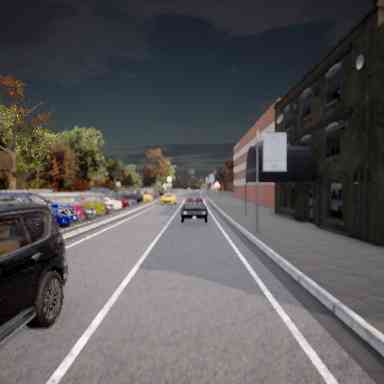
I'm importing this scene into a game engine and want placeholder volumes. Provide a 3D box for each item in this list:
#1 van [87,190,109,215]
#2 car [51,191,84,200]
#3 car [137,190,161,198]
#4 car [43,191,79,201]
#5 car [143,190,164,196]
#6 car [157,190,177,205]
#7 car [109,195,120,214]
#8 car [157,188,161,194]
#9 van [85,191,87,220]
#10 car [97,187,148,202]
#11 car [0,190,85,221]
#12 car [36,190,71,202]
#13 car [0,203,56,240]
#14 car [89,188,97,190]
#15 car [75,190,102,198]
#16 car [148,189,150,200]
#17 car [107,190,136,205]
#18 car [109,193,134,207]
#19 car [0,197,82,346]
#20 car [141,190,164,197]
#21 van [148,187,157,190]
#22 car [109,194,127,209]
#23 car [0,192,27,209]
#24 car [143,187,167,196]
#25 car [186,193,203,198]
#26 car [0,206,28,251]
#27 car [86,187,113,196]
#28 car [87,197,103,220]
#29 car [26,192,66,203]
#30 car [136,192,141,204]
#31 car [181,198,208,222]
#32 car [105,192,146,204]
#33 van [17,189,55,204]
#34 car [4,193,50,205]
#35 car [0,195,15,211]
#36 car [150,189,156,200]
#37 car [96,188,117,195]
[{"bbox_3d":[-9.350,1.050,26.758,4.442,1.987,1.878,0,0,0],"label":"van"},{"bbox_3d":[-21.603,0.632,57.861,5.008,1.535,2.097,0,1,0],"label":"car"},{"bbox_3d":[-8.953,0.424,69.276,4.674,1.452,2.002,0,1,0],"label":"car"},{"bbox_3d":[-21.612,0.693,55.038,5.008,1.535,2.097,0,1,0],"label":"car"},{"bbox_3d":[-8.897,0.234,77.752,4.674,1.452,2.002,0,1,0],"label":"car"},{"bbox_3d":[-3.109,0.931,44.840,1.882,1.535,5.008,0,1,1],"label":"car"},{"bbox_3d":[-9.217,1.279,29.717,4.674,1.452,2.002,0,1,0],"label":"car"},{"bbox_3d":[-8.963,0.536,63.626,4.792,1.488,2.163,0,1,0],"label":"car"},{"bbox_3d":[-9.387,1.076,21.227,4.442,1.987,1.878,0,0,0],"label":"van"},{"bbox_3d":[-9.150,0.685,43.845,5.566,2.045,2.435,0,1,0],"label":"car"},{"bbox_3d":[-9.261,1.062,18.401,5.566,2.045,2.435,0,0,0],"label":"car"},{"bbox_3d":[-21.666,0.629,52.213,4.553,1.767,2.185,0,1,0],"label":"car"},{"bbox_3d":[-9.313,1.325,15.576,5.008,1.535,2.097,0,0,0],"label":"car"},{"bbox_3d":[-21.556,0.506,63.631,5.008,1.535,2.097,0,1,0],"label":"car"},{"bbox_3d":[-21.520,0.385,69.277,4.892,1.521,2.231,0,1,0],"label":"car"},{"bbox_3d":[-9.116,0.688,49.498,4.553,1.767,2.185,0,1,0],"label":"car"},{"bbox_3d":[-9.190,0.934,38.198,4.553,1.767,2.185,0,1,0],"label":"car"},{"bbox_3d":[-9.172,1.121,35.375,5.008,1.535,2.097,0,1,0],"label":"car"},{"bbox_3d":[-3.345,1.190,3.938,2.150,2.045,5.566,0,0,0],"label":"car"},{"bbox_3d":[-8.913,0.258,74.925,5.008,1.535,2.097,0,1,0],"label":"car"},{"bbox_3d":[-9.128,0.342,60.796,4.442,1.987,1.878,0,1,0],"label":"van"},{"bbox_3d":[-9.193,1.222,32.551,4.674,1.452,2.002,0,1,0],"label":"car"},{"bbox_3d":[-21.699,0.936,38.098,4.553,1.767,2.185,0,1,0],"label":"car"},{"bbox_3d":[-8.853,-0.123,80.570,5.566,2.045,2.435,0,1,0],"label":"car"},{"bbox_3d":[0.293,0.883,40.852,2.097,1.767,4.553,0,1,0],"label":"car"},{"bbox_3d":[-9.321,1.337,12.751,5.008,1.535,2.097,0,0,0],"label":"car"},{"bbox_3d":[-21.446,-0.055,77.616,5.566,2.045,2.435,0,1,0],"label":"car"},{"bbox_3d":[-9.254,1.331,24.053,4.674,1.452,2.002,0,0,0],"label":"car"},{"bbox_3d":[-21.659,0.816,49.392,5.008,1.535,2.097,0,1,0],"label":"car"},{"bbox_3d":[-9.143,1.038,41.026,4.674,1.452,2.002,0,1,0],"label":"car"},{"bbox_3d":[0.173,1.392,24.324,1.895,1.301,4.718,0,1,0],"label":"car"},{"bbox_3d":[-9.289,0.872,46.677,5.366,1.575,1.946,0,1,0],"label":"car"},{"bbox_3d":[-21.788,0.648,46.692,4.442,1.987,1.878,0,1,0],"label":"van"},{"bbox_3d":[-21.698,0.937,43.871,4.892,1.521,2.231,0,1,0],"label":"car"},{"bbox_3d":[-21.781,1.149,35.405,4.792,1.488,2.163,0,1,0],"label":"car"},{"bbox_3d":[-8.881,0.749,52.324,5.366,1.575,1.946,0,1,0],"label":"car"},{"bbox_3d":[-21.373,-0.071,83.397,4.553,1.767,2.185,0,1,0],"label":"car"}]
